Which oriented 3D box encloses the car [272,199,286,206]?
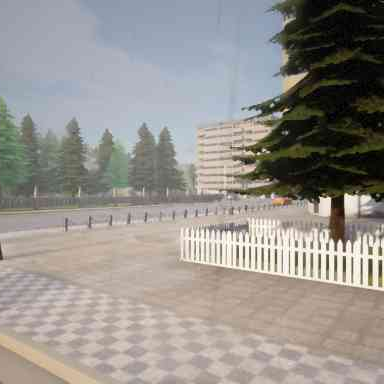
[{"bbox_3d":[15.431,1.352,56.690,2.097,1.767,4.553,0,0,36],"label":"car"}]
